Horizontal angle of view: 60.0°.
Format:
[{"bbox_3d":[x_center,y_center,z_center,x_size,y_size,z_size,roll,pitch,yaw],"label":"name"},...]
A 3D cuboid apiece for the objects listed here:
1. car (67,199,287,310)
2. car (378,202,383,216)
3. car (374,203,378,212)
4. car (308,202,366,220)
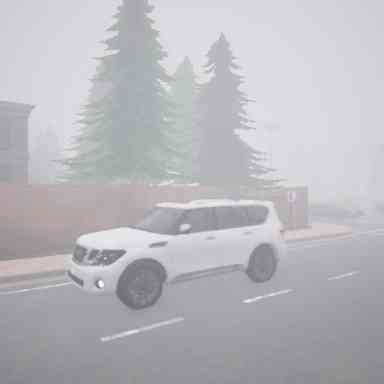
[{"bbox_3d":[-0.083,1.221,8.199,5.566,2.045,2.150,0,0,-34],"label":"car"},{"bbox_3d":[17.882,1.493,26.155,2.128,1.511,4.902,0,0,-35],"label":"car"},{"bbox_3d":[19.272,1.491,30.249,2.128,1.511,4.902,0,0,-35],"label":"car"},{"bbox_3d":[11.808,1.547,28.305,2.033,1.411,5.357,0,0,-32],"label":"car"}]
